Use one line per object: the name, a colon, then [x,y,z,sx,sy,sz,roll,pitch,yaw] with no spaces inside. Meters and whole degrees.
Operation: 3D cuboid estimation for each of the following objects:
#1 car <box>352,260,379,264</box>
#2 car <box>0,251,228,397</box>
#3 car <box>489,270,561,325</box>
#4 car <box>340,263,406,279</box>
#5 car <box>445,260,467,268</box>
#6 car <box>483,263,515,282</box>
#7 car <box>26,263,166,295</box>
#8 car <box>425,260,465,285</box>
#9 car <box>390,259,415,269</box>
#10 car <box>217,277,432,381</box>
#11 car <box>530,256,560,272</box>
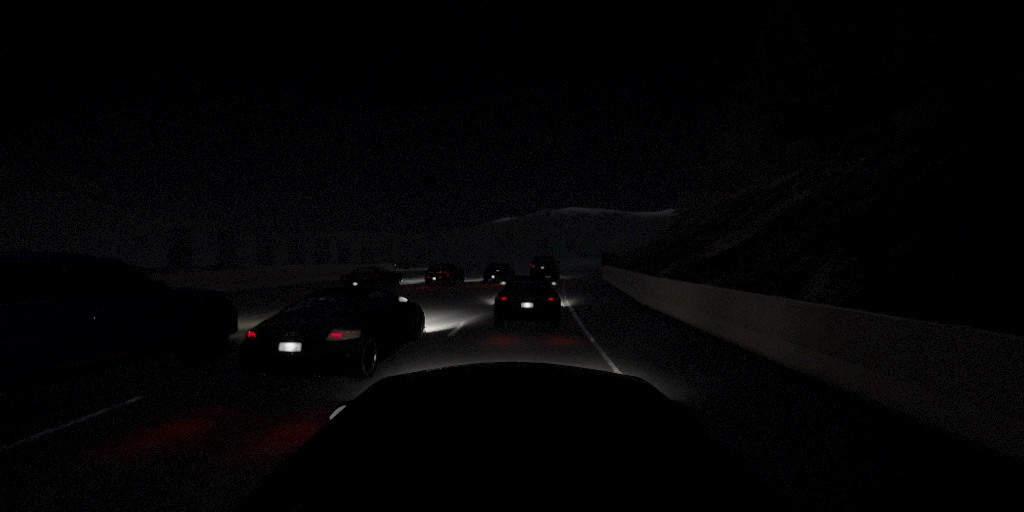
car: [-23.293,1.284,56.877,2.033,1.411,5.357,0,0,17]
car: [-6.801,0.957,5.044,2.150,2.045,5.566,0,0,1]
car: [0.542,1.324,11.862,1.994,1.385,4.181,0,0,4]
car: [-8.903,1.346,23.186,1.895,1.301,4.718,0,0,7]
car: [-9.897,1.378,63.830,1.895,1.301,4.718,0,0,20]
car: [-0.988,1.275,28.623,1.837,1.490,4.892,0,0,9]
car: [-23.469,1.197,20.606,2.128,1.511,4.902,0,0,6]
car: [-4.877,1.263,26.501,1.837,1.490,4.892,0,0,8]
car: [-16.965,1.228,53.665,1.882,1.535,5.008,0,0,16]
car: [-3.204,1.310,7.280,1.994,1.385,4.181,0,0,2]
car: [2.838,1.003,30.349,2.150,2.045,5.566,0,0,10]
